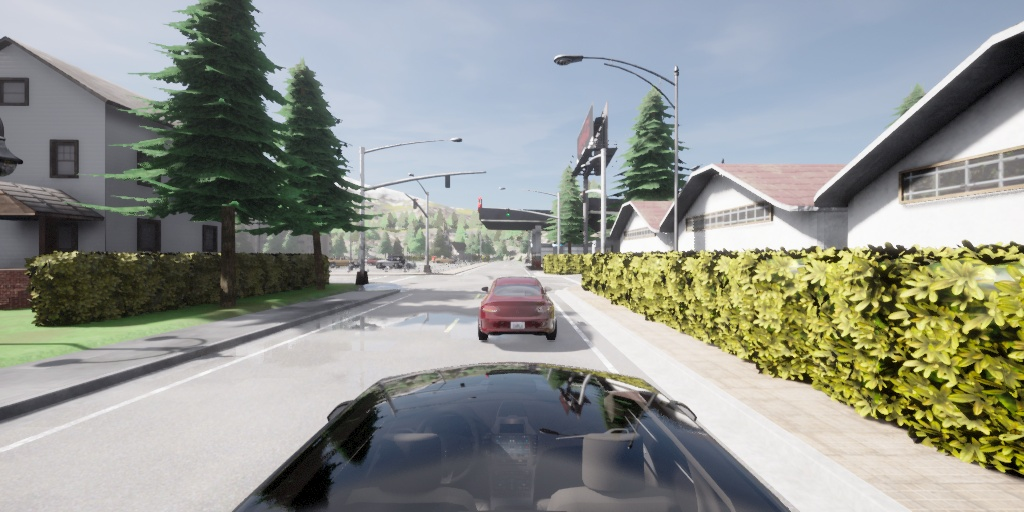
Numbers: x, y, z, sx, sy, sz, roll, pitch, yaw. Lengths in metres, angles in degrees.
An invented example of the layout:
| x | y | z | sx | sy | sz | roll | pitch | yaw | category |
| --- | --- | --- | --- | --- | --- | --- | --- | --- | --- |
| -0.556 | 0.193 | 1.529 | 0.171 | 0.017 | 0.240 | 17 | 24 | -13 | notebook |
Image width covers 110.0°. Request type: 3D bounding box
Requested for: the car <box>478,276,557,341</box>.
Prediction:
| x | y | z | sx | sy | sz | roll | pitch | yaw | category |
| --- | --- | --- | --- | --- | --- | --- | --- | --- | --- |
| 0.127 | 1.276 | 9.764 | 1.812 | 1.442 | 4.674 | 0 | 0 | 0 | car |
